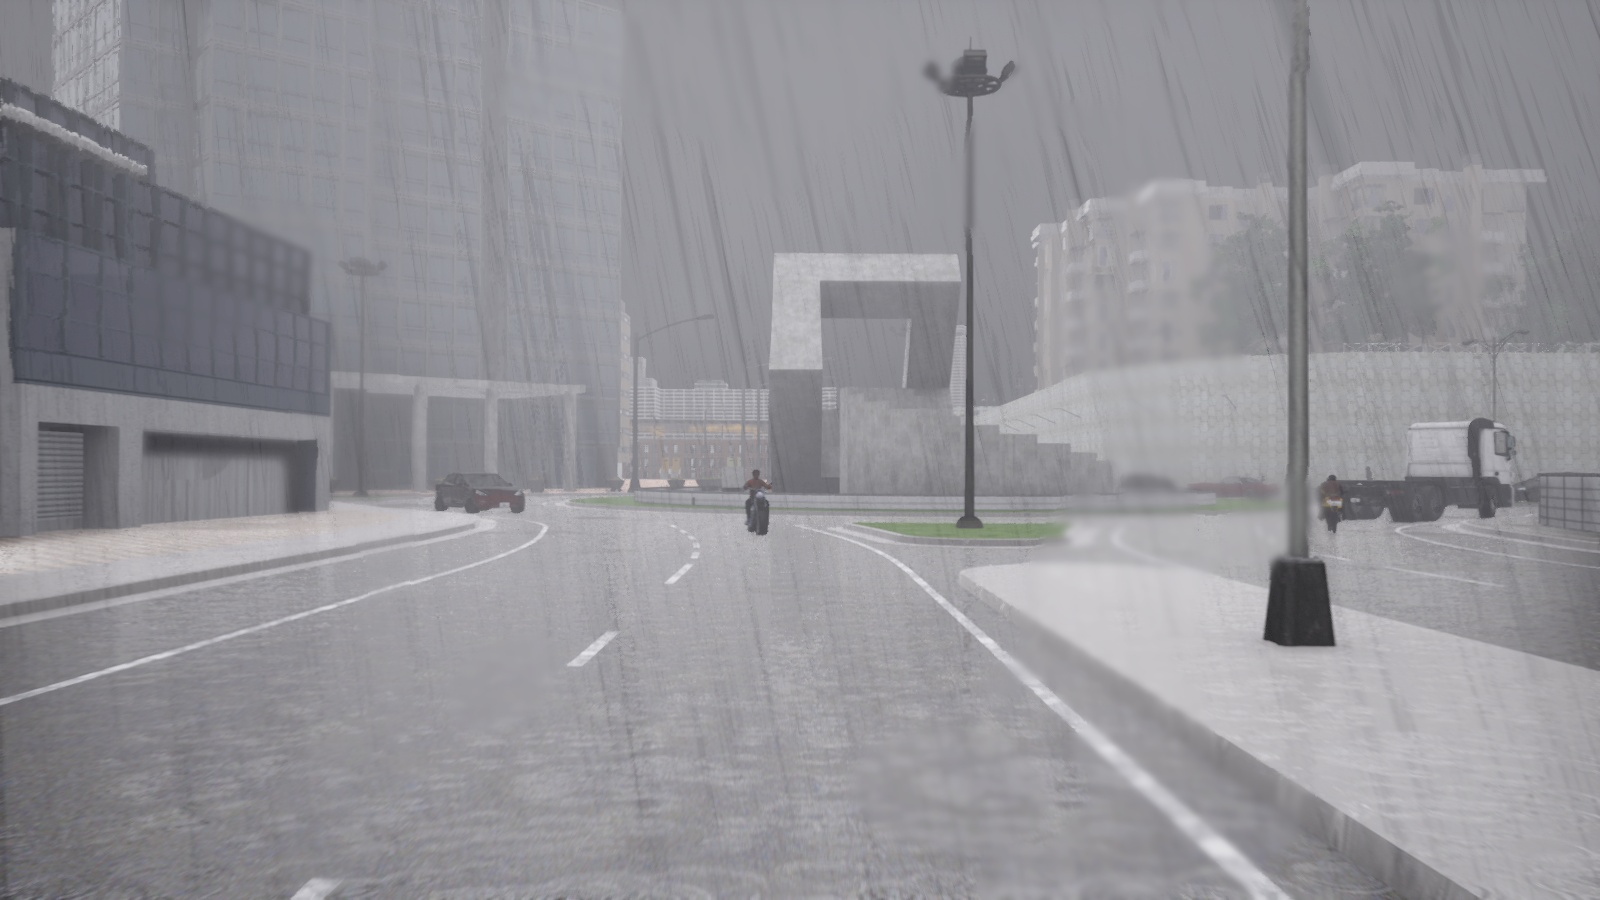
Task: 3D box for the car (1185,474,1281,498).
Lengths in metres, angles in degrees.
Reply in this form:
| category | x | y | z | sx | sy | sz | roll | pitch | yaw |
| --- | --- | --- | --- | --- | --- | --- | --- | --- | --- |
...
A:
| category | x | y | z | sx | sy | sz | roll | pitch | yaw |
| --- | --- | --- | --- | --- | --- | --- | --- | --- | --- |
| car | 24.136 | 1.992 | 70.073 | 4.718 | 1.301 | 1.895 | -1 | -1 | 41 |

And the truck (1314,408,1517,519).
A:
| category | x | y | z | sx | sy | sz | roll | pitch | yaw |
| --- | --- | --- | --- | --- | --- | --- | --- | --- | --- |
| truck | 21.106 | 0.466 | 42.867 | 7.936 | 3.462 | 2.891 | 0 | -1 | -37 |

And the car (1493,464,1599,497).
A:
| category | x | y | z | sx | sy | sz | roll | pitch | yaw |
| --- | --- | --- | --- | --- | --- | --- | --- | --- | --- |
| car | 39.058 | 1.598 | 65.426 | 4.611 | 1.667 | 2.242 | 0 | -1 | 2 |

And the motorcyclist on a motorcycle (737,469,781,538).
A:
| category | x | y | z | sx | sy | sz | roll | pitch | yaw |
| --- | --- | --- | --- | --- | --- | --- | --- | --- | --- |
| motorcyclist on a motorcycle | -1.028 | 1.289 | 31.027 | 0.766 | 1.649 | 2.350 | 0 | -1 | -10 |

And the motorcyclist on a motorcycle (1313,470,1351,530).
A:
| category | x | y | z | sx | sy | sz | roll | pitch | yaw |
| --- | --- | --- | --- | --- | --- | --- | --- | --- | --- |
| motorcyclist on a motorcycle | 14.038 | 1.295 | 33.171 | 0.797 | 1.523 | 2.044 | 0 | -1 | 20 |

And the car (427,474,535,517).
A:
| category | x | y | z | sx | sy | sz | roll | pitch | yaw |
| --- | --- | --- | --- | --- | --- | --- | --- | --- | --- |
| car | -11.719 | 1.630 | 45.934 | 2.163 | 1.488 | 4.792 | 0 | -1 | -37 |

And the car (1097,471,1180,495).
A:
| category | x | y | z | sx | sy | sz | roll | pitch | yaw |
| --- | --- | --- | --- | --- | --- | --- | --- | --- | --- |
| car | 21.186 | 2.053 | 78.770 | 1.837 | 1.490 | 4.892 | 0 | -1 | -39 |
